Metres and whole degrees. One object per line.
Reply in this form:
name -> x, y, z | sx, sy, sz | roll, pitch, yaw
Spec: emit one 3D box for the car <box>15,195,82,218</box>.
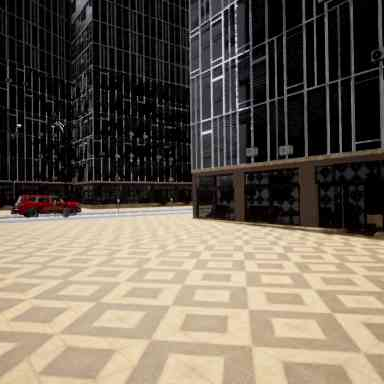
car -> -11.773, 1.188, 27.332 | 5.009, 1.841, 2.192 | 0, -1, -37
